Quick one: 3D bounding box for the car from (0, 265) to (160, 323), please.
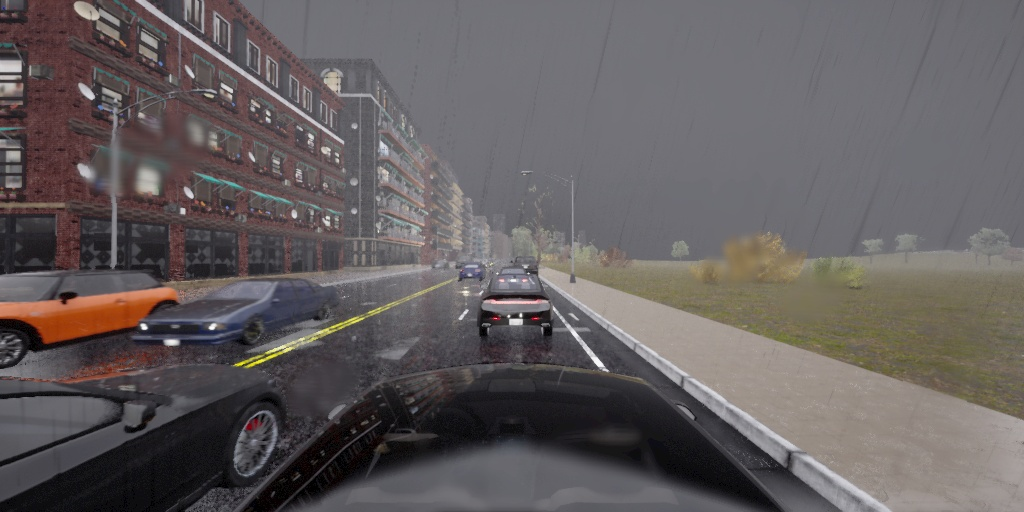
[{"bbox_3d":[-9.863,1.103,7.613,2.097,1.767,4.553,0,0,0],"label":"car"}]

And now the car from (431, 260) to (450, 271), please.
[{"bbox_3d":[-9.959,1.243,50.214,2.128,1.511,4.902,0,0,0],"label":"car"}]

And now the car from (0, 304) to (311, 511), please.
[{"bbox_3d":[-3.150,1.276,1.627,1.812,1.442,4.674,0,0,0],"label":"car"}]

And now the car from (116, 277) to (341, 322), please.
[{"bbox_3d":[-6.619,1.298,9.634,2.033,1.411,5.357,0,0,0],"label":"car"}]

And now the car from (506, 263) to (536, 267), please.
[{"bbox_3d":[0.060,1.300,20.771,2.033,1.411,5.357,0,0,0],"label":"car"}]

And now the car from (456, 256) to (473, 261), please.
[{"bbox_3d":[-6.713,0.973,51.329,2.150,2.045,5.566,0,0,0],"label":"car"}]

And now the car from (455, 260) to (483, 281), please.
[{"bbox_3d":[-3.214,1.280,29.440,1.812,1.442,4.674,0,-1,0],"label":"car"}]

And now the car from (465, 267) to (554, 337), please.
[{"bbox_3d":[0.081,1.243,10.331,2.128,1.511,4.902,0,0,0],"label":"car"}]

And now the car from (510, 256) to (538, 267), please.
[{"bbox_3d":[1.070,0.978,30.984,2.150,2.045,5.566,0,0,0],"label":"car"}]
